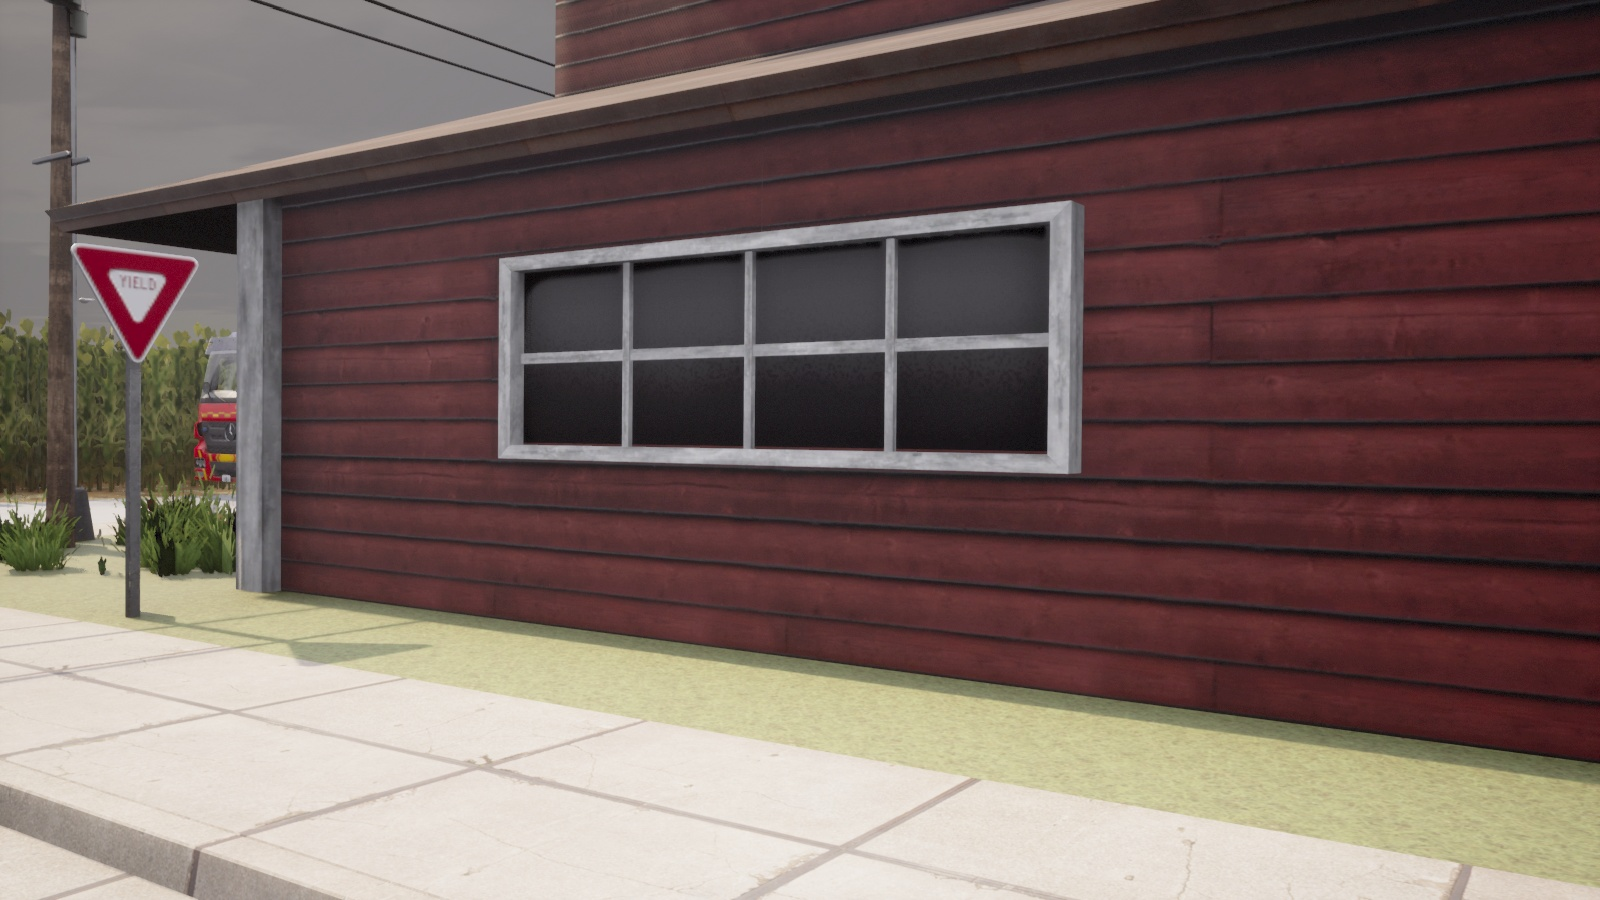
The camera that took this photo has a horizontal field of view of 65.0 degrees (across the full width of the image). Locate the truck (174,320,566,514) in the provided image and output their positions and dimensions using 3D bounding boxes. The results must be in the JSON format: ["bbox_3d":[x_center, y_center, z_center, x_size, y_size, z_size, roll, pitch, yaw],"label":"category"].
[{"bbox_3d":[-9.516,-0.719,29.022,2.891,3.827,8.468,0,1,35],"label":"truck"}]
